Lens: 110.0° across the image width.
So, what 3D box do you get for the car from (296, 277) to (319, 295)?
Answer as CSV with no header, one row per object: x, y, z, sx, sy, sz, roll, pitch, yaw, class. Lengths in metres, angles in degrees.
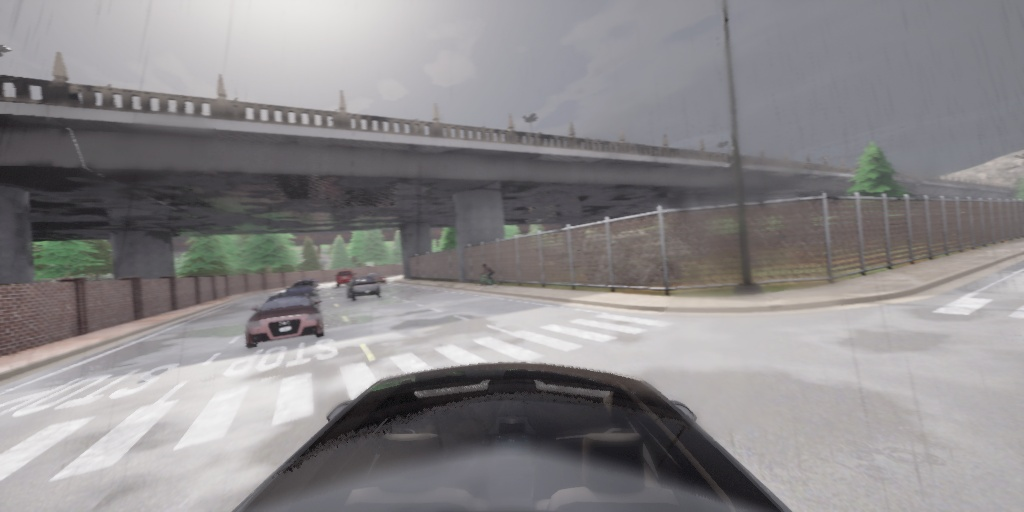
-21.446,3.125,37.748,1.882,1.535,5.008,-5,0,-28,car

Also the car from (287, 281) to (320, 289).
-11.741,2.364,19.825,1.994,1.385,4.181,-5,0,-29,car

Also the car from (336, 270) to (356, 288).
-21.714,2.924,46.892,2.150,2.045,5.566,-5,0,-22,car

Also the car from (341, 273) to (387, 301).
-10.491,2.209,25.219,2.128,1.511,4.902,-5,0,-29,car

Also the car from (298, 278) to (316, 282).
-16.489,2.719,28.523,1.837,1.490,4.892,-5,0,-28,car

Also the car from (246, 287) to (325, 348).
-7.456,1.990,12.007,1.994,1.385,4.181,-5,0,-29,car

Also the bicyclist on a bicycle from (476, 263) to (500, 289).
-1.552,1.286,22.871,1.656,1.620,0.582,-4,0,-29,bicyclist on a bicycle
